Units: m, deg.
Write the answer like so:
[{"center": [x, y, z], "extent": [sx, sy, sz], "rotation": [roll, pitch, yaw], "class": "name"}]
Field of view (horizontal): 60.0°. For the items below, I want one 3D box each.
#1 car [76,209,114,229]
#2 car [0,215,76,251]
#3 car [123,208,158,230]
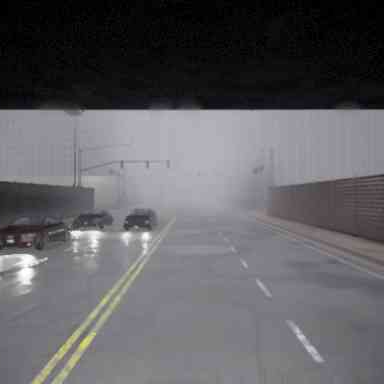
[{"center": [-7.004, 1.902, 23.968], "extent": [1.994, 1.385, 4.181], "rotation": [0, -1, 0], "class": "car"}, {"center": [-7.072, 1.758, 14.976], "extent": [1.994, 1.385, 4.181], "rotation": [0, -1, 0], "class": "car"}, {"center": [-3.508, 1.851, 23.644], "extent": [2.033, 1.411, 5.357], "rotation": [0, -1, 0], "class": "car"}]
